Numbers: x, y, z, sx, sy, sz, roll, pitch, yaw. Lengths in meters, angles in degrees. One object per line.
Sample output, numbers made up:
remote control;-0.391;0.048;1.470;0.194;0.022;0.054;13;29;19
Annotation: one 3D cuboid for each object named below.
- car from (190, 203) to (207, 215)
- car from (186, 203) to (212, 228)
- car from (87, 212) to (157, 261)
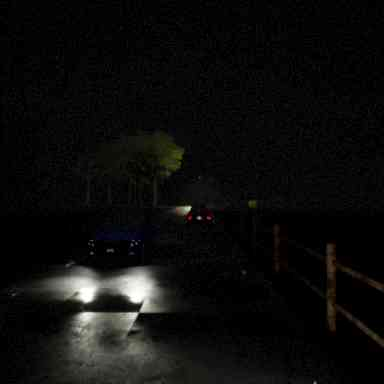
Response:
car;0.803;2.068;41.125;1.994;1.385;4.181;0;-1;1
car;0.514;1.793;24.399;2.033;1.411;5.357;0;-1;1
car;-2.536;1.596;12.980;1.882;1.535;5.008;0;0;1
